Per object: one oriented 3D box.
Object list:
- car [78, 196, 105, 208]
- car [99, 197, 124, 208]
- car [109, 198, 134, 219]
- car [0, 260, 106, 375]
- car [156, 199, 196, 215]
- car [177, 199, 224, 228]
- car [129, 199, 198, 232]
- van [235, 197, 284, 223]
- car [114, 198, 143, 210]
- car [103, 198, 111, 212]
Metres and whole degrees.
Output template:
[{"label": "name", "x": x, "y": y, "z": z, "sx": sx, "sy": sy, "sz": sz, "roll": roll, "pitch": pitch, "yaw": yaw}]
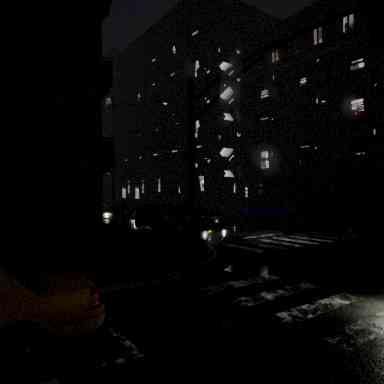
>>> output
[{"label": "car", "x": -14.261, "y": 1.429, "z": 47.003, "sx": 2.128, "sy": 1.511, "sz": 4.902, "roll": -1, "pitch": 0, "yaw": -36}, {"label": "car", "x": -11.616, "y": 1.463, "z": 47.858, "sx": 1.887, "sy": 1.381, "sz": 4.507, "roll": -1, "pitch": 0, "yaw": -36}, {"label": "car", "x": -5.350, "y": 1.532, "z": 29.308, "sx": 1.994, "sy": 1.385, "sz": 4.181, "roll": -1, "pitch": 0, "yaw": -37}, {"label": "car", "x": -3.559, "y": 1.525, "z": 4.030, "sx": 4.829, "sy": 1.417, "sz": 1.752, "roll": 0, "pitch": 0, "yaw": -35}, {"label": "car", "x": -1.761, "y": 1.450, "z": 34.235, "sx": 1.752, "sy": 1.417, "sz": 4.829, "roll": 0, "pitch": 0, "yaw": -36}, {"label": "car", "x": 0.043, "y": 1.473, "z": 21.859, "sx": 2.128, "sy": 1.511, "sz": 4.902, "roll": -1, "pitch": 0, "yaw": -36}, {"label": "car", "x": -1.826, "y": 1.441, "z": 20.026, "sx": 1.967, "sy": 1.590, "sz": 4.097, "roll": 0, "pitch": 0, "yaw": -36}, {"label": "van", "x": 4.975, "y": 1.280, "z": 24.922, "sx": 1.690, "sy": 1.788, "sz": 3.998, "roll": 0, "pitch": 0, "yaw": -36}, {"label": "car", "x": -8.298, "y": 1.463, "z": 43.271, "sx": 1.887, "sy": 1.381, "sz": 4.507, "roll": -1, "pitch": 0, "yaw": -36}, {"label": "car", "x": -11.337, "y": 1.439, "z": 37.608, "sx": 1.882, "sy": 1.535, "sz": 5.008, "roll": -1, "pitch": 0, "yaw": -36}]
